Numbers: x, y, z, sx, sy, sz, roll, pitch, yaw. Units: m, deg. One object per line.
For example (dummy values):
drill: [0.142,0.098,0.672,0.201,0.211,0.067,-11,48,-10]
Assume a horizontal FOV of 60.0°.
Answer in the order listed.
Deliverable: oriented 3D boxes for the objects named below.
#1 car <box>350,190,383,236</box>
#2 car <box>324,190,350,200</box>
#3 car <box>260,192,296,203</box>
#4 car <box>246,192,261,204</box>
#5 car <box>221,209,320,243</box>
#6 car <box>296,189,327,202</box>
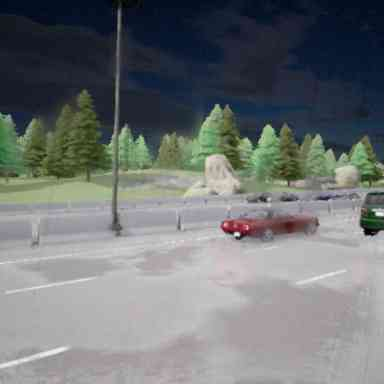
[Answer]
car: [9.794,0.925,15.029,5.566,2.045,2.150,-2,1,-35]
car: [17.536,0.748,37.948,4.181,1.385,1.994,-2,1,-35]
car: [11.516,0.747,42.264,4.902,1.511,2.128,-2,1,-35]
car: [9.474,0.761,45.105,4.892,1.490,1.837,-2,1,-35]
car: [3.650,1.405,14.945,4.718,1.301,1.895,-1,1,-35]
car: [15.401,0.539,40.724,4.553,1.767,2.097,-2,1,-35]
